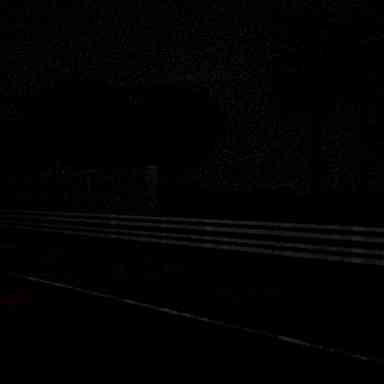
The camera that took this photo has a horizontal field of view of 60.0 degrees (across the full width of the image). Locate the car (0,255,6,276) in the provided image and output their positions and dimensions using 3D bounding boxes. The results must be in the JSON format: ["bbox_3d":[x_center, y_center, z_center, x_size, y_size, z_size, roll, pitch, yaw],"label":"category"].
[{"bbox_3d":[-6.887,1.540,8.365,5.357,1.411,2.033,0,0,33],"label":"car"}]
